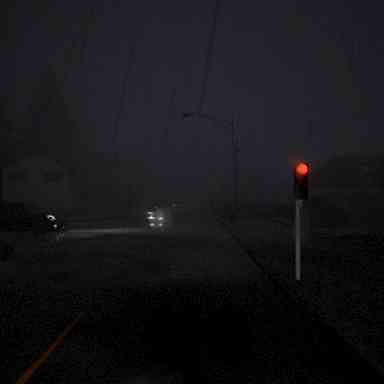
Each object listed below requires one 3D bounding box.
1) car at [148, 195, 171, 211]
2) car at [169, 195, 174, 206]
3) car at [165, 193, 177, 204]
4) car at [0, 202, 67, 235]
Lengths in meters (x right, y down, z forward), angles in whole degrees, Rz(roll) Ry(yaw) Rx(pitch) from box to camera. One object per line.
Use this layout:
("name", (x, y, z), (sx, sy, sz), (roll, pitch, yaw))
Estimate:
("car", (-4.088, 1.491, 40.013), (2.128, 1.511, 4.902), (0, 0, 0))
("car", (-4.076, 1.525, 50.018), (1.812, 1.442, 4.674), (0, 0, 0))
("car", (-4.047, 1.224, 61.699), (2.150, 2.045, 5.566), (0, 0, 0))
("car", (-9.291, 1.352, 18.084), (4.553, 1.767, 2.097), (0, 0, -4))
